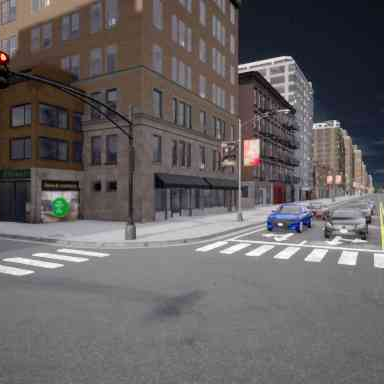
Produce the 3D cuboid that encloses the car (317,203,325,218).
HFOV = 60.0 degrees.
[{"bbox_3d":[10.420,1.583,28.050,1.994,1.385,4.181,0,0,29],"label":"car"}]

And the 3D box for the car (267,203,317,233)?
[{"bbox_3d":[6.033,1.494,20.235,1.882,1.535,5.008,0,0,29],"label":"car"}]

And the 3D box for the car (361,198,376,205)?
[{"bbox_3d":[17.541,1.523,34.059,1.837,1.490,4.892,0,0,30],"label":"car"}]

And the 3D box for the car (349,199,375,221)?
[{"bbox_3d":[12.624,1.521,25.337,1.837,1.490,4.892,0,0,29],"label":"car"}]

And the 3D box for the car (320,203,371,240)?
[{"bbox_3d":[8.088,1.539,17.273,1.812,1.442,4.674,0,0,29],"label":"car"}]
